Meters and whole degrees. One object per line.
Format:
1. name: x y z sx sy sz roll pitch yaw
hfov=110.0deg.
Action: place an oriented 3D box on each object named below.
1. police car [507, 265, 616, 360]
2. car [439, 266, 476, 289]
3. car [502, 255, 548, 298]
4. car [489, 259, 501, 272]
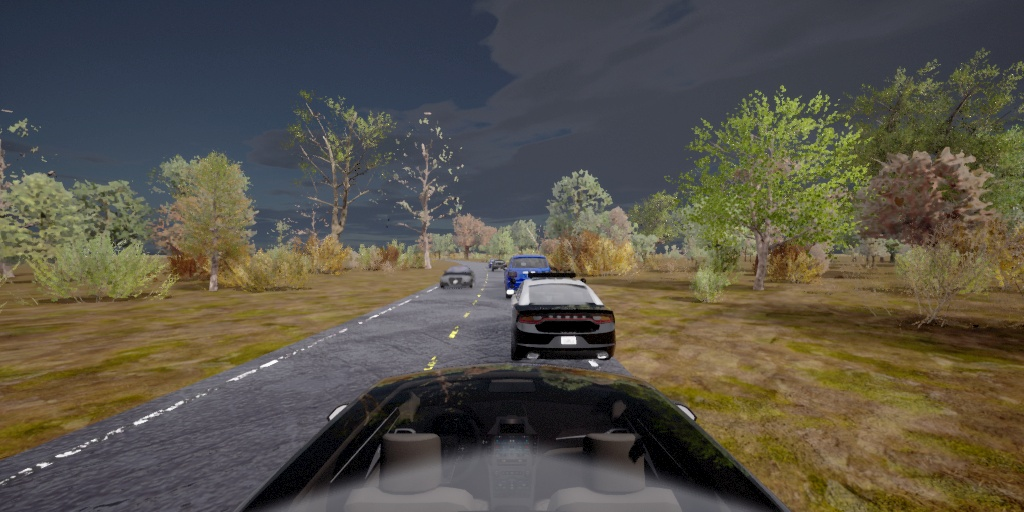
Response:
1. police car: 0.908 1.174 8.443 1.930 1.638 5.238 0 0 0
2. car: -3.367 1.312 22.921 1.994 1.385 4.181 0 0 -2
3. car: 0.736 0.972 18.411 2.150 2.045 5.566 0 0 -2
4. car: -1.737 1.254 46.942 1.837 1.490 4.892 0 0 -5
